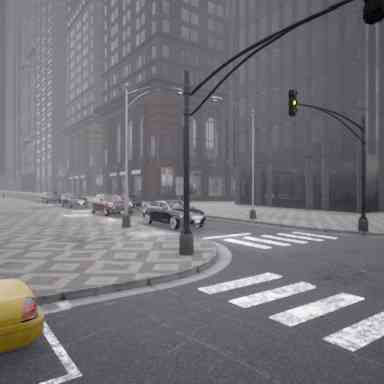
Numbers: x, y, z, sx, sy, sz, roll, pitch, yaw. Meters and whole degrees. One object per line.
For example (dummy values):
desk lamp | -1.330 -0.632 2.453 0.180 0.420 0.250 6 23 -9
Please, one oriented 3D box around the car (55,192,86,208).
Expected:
car | -12.351 0.850 34.807 2.128 1.511 4.902 0 1 -36

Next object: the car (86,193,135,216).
car | -6.467 0.892 26.620 2.097 1.767 4.553 0 1 -35

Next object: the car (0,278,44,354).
car | -4.282 1.526 3.597 4.829 1.417 1.752 0 0 -35

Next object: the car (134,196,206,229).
car | -1.134 1.202 19.202 2.128 1.511 4.902 0 1 -36

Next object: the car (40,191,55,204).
car | -18.365 0.684 43.225 1.837 1.490 4.892 0 1 -35

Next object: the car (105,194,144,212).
car | -6.634 0.962 32.325 1.837 1.490 4.892 0 1 -36
